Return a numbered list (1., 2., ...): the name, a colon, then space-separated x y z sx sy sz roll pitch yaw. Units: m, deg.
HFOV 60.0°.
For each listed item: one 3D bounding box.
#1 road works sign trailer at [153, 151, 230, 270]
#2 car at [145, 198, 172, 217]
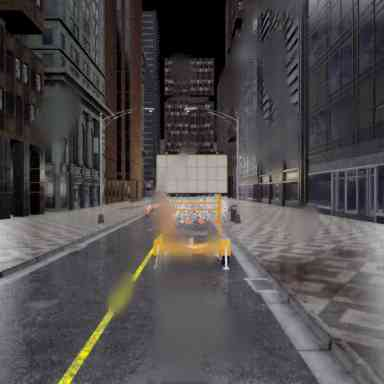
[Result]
1. road works sign trailer: -0.002 0.463 11.057 2.380 3.560 2.880 0 0 0
2. car: -3.022 1.351 30.733 2.097 1.767 4.553 0 0 0
